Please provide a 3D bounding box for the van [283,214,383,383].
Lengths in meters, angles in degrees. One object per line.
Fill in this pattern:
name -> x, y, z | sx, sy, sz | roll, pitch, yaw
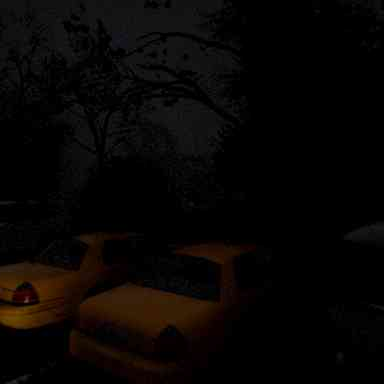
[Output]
van -> 2.749, 1.255, 3.721 | 1.878, 1.987, 4.442 | 0, 0, 36

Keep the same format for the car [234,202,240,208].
car -> 8.150, 1.765, 50.851 | 4.181, 1.385, 1.994 | -1, -1, 6

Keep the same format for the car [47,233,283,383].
car -> 0.650, 1.476, 5.590 | 1.946, 1.575, 5.366 | 0, 0, 36

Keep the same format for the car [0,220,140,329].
car -> -1.516, 1.480, 7.136 | 1.946, 1.575, 5.366 | 0, 0, 35

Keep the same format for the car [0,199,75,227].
car -> -6.296, 1.261, 10.283 | 2.435, 2.045, 5.566 | -1, 0, 35
